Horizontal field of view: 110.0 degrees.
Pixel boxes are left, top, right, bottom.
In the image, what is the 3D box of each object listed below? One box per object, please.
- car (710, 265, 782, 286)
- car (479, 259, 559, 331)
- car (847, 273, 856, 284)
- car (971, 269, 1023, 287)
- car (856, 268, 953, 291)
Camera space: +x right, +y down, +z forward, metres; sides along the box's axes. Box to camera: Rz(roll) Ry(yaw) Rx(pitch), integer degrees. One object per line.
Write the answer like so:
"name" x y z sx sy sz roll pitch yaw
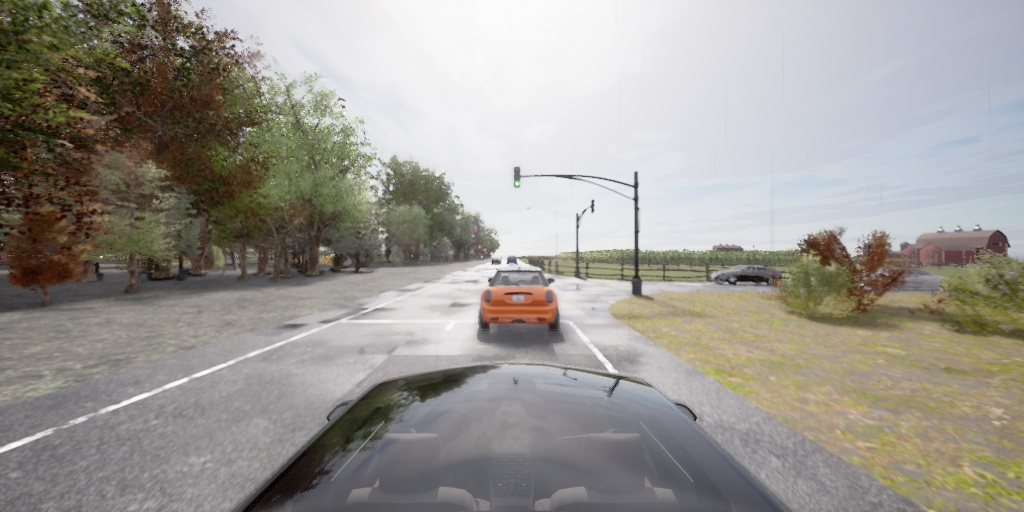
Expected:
"car" 18.007 1.454 27.656 4.902 1.511 2.128 1 -1 1
"car" 0.290 1.090 11.178 2.097 1.767 4.553 0 0 3
"car" 28.389 1.623 27.588 5.357 1.411 2.033 1 -1 0
"car" 38.951 1.738 27.529 5.357 1.411 2.033 1 -1 0
"car" 26.310 1.521 23.907 4.674 1.442 1.812 1 -1 0
